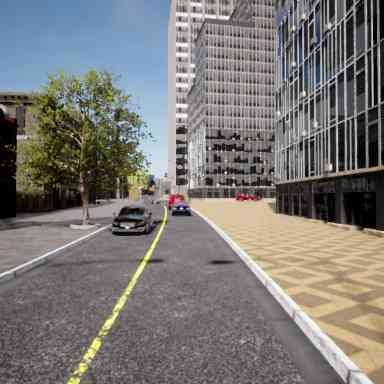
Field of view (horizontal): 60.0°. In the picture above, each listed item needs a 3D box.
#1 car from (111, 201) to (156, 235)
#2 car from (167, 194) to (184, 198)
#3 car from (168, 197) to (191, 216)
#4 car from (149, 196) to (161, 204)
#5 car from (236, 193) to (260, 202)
[{"bbox_3d":[-3.310,1.508,18.983,1.837,1.490,4.892,0,0,-2],"label":"car"},{"bbox_3d":[-1.993,1.230,43.541,2.150,2.045,5.566,0,0,-5],"label":"car"},{"bbox_3d":[-1.128,1.555,32.874,2.033,1.411,5.357,0,0,-4],"label":"car"},{"bbox_3d":[-6.786,1.507,61.511,2.128,1.511,4.902,0,0,-7],"label":"car"},{"bbox_3d":[11.568,1.213,68.741,5.009,1.841,2.192,0,-1,13],"label":"car"}]
